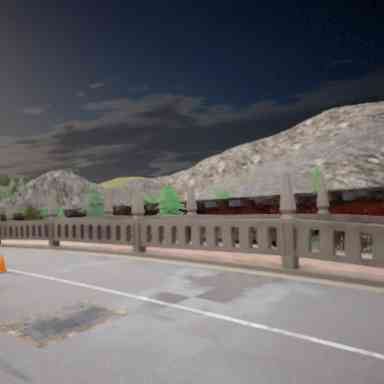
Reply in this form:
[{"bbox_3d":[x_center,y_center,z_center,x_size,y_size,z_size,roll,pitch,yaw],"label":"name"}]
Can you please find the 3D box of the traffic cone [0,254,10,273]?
[{"bbox_3d":[-6.226,2.331,10.957,0.340,0.580,0.340,-4,-3,37],"label":"traffic cone"}]
